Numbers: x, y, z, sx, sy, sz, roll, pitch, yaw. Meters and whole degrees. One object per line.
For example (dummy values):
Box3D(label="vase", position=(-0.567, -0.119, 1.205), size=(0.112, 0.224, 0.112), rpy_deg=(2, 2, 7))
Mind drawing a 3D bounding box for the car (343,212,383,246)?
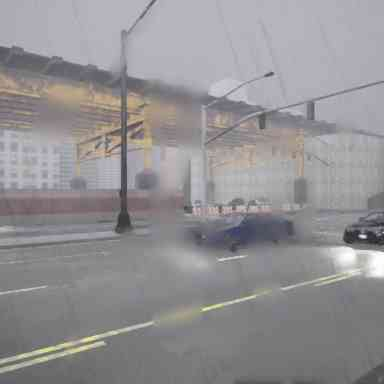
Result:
Box3D(label="car", position=(8.348, 1.565, 14.309), size=(4.181, 1.385, 1.994), rpy_deg=(0, 0, -36))

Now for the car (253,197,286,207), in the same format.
Box3D(label="car", position=(9.138, 1.295, 41.642), size=(4.536, 1.218, 1.853), rpy_deg=(0, 0, -7))

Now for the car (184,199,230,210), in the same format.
Box3D(label="car", position=(1.472, 1.295, 35.224), size=(4.536, 1.218, 1.853), rpy_deg=(0, 0, 8))

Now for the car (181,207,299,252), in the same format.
Box3D(label="car", position=(2.189, 1.547, 14.046), size=(5.357, 1.411, 2.033), rpy_deg=(0, 0, -34))

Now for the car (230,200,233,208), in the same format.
Box3D(label="car", position=(1.524, 1.453, 35.216), size=(4.974, 1.542, 2.038), rpy_deg=(0, 0, 8))

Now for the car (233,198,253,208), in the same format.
Box3D(label="car", position=(5.273, 1.453, 37.895), size=(2.038, 1.542, 4.974), rpy_deg=(0, 0, 18))

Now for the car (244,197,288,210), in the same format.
Box3D(label="car", position=(9.189, 1.453, 41.649), size=(4.974, 1.542, 2.038), rpy_deg=(0, 0, -7))

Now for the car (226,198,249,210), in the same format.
Box3D(label="car", position=(5.289, 1.295, 37.945), size=(1.853, 1.218, 4.536), rpy_deg=(0, 0, 18))
